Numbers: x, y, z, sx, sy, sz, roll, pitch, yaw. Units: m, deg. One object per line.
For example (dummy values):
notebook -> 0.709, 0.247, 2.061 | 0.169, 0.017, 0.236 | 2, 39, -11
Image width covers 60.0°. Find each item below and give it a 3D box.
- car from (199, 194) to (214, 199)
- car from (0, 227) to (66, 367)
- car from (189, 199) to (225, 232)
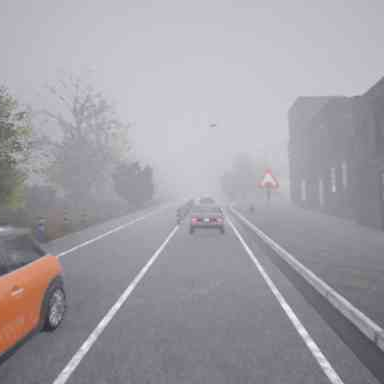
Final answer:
car -> 1.913, 1.002, 42.691 | 1.812, 1.442, 4.674 | -2, 1, 3
car -> -3.222, 1.330, 3.723 | 2.097, 1.767, 4.553 | 0, 0, 2
car -> 0.835, 1.362, 18.479 | 2.033, 1.411, 5.357 | 0, 1, 3
